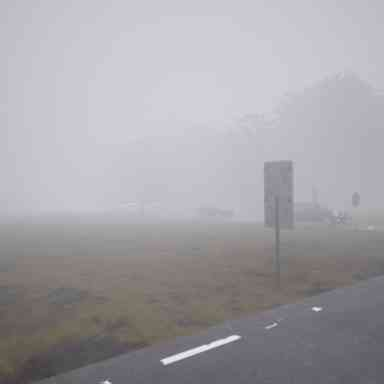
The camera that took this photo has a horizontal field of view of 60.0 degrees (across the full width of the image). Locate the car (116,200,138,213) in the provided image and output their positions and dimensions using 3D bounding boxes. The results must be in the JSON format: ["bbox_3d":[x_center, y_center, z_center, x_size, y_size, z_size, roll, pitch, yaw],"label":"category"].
[{"bbox_3d":[-10.616,2.299,54.493,2.150,2.045,5.566,-1,-1,-35],"label":"car"}]

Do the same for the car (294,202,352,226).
[{"bbox_3d":[9.774,1.570,25.566,2.097,1.767,4.553,-1,-1,-35],"label":"car"}]

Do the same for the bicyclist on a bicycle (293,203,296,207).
[{"bbox_3d":[10.536,1.750,34.866,1.656,1.620,0.582,0,-1,-35],"label":"bicyclist on a bicycle"}]

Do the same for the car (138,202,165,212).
[{"bbox_3d":[-6.226,2.410,53.166,1.882,1.535,5.008,-1,-1,-35],"label":"car"}]

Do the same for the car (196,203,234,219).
[{"bbox_3d":[2.456,1.988,35.933,1.882,1.535,5.008,-1,0,-35],"label":"car"}]
